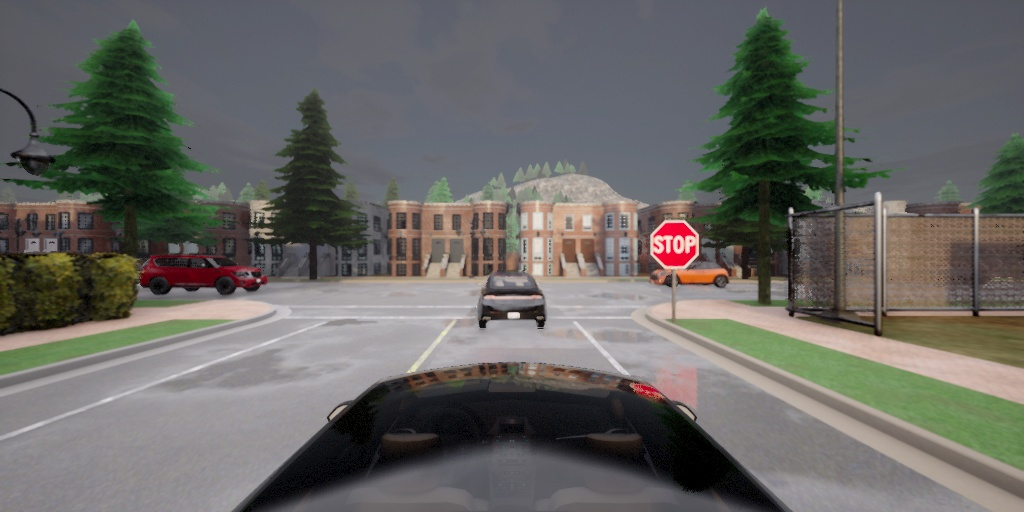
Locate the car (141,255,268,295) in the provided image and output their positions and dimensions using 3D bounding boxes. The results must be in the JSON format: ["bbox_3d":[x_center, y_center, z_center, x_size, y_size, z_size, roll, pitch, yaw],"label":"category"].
[{"bbox_3d":[-16.264,0.959,19.099,5.566,2.045,2.150,0,0,-1],"label":"car"}]

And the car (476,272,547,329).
[{"bbox_3d":[-0.090,1.246,11.210,2.128,1.511,4.902,0,0,-3],"label":"car"}]

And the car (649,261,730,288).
[{"bbox_3d":[11.211,1.092,22.945,4.553,1.767,2.097,0,0,0],"label":"car"}]

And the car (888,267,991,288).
[{"bbox_3d":[27.310,1.340,23.027,4.718,1.301,1.895,0,0,0],"label":"car"}]
